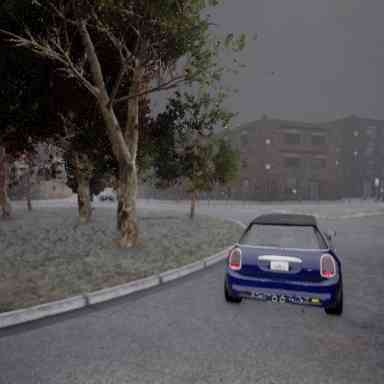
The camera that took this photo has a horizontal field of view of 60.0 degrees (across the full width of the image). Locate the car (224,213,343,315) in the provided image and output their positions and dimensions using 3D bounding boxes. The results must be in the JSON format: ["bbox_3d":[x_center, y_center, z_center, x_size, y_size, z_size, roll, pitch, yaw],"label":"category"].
[{"bbox_3d":[2.231,1.280,7.808,2.097,1.767,4.553,0,1,19],"label":"car"}]

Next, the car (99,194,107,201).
[{"bbox_3d":[-21.352,1.265,79.768,1.837,1.490,4.892,0,-1,-15],"label":"car"}]

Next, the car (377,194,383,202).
[{"bbox_3d":[28.464,0.545,46.705,2.185,1.767,4.553,-1,1,-26],"label":"car"}]

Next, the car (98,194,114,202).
[{"bbox_3d":[-14.338,0.972,55.809,1.895,1.301,4.718,0,-1,-20],"label":"car"}]

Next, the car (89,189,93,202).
[{"bbox_3d":[-18.123,0.627,56.802,2.150,2.045,5.566,0,-1,-19],"label":"car"}]

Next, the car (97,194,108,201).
[{"bbox_3d":[-18.645,1.134,69.456,2.033,1.411,5.357,0,-1,-15],"label":"car"}]
